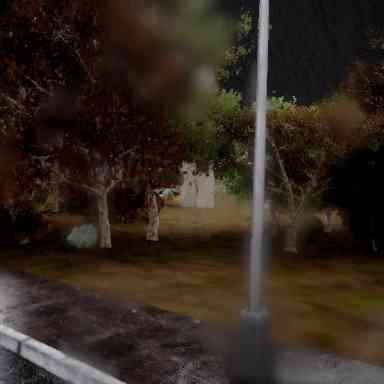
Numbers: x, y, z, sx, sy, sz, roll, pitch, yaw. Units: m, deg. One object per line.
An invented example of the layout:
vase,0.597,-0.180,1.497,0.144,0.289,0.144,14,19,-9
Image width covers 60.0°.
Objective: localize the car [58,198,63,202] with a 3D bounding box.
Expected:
car,-36.106,1.969,85.448,4.892,1.521,2.231,2,-3,4
